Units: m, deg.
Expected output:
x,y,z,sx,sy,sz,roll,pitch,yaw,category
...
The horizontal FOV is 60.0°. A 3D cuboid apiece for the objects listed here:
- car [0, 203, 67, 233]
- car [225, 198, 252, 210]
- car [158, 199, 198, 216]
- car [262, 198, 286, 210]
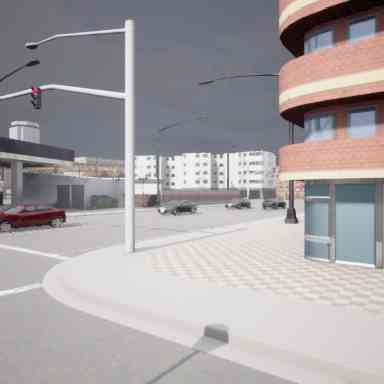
x,y,z,sx,sy,sz,roll,pitch,yaw,category
-10.005,1.478,19.947,1.882,1.535,5.008,0,0,34,car
6.067,1.491,43.288,2.128,1.511,4.902,0,0,35,car
-1.342,1.493,32.581,2.128,1.511,4.902,0,0,35,car
10.839,1.491,43.727,2.128,1.511,4.902,0,0,35,car
